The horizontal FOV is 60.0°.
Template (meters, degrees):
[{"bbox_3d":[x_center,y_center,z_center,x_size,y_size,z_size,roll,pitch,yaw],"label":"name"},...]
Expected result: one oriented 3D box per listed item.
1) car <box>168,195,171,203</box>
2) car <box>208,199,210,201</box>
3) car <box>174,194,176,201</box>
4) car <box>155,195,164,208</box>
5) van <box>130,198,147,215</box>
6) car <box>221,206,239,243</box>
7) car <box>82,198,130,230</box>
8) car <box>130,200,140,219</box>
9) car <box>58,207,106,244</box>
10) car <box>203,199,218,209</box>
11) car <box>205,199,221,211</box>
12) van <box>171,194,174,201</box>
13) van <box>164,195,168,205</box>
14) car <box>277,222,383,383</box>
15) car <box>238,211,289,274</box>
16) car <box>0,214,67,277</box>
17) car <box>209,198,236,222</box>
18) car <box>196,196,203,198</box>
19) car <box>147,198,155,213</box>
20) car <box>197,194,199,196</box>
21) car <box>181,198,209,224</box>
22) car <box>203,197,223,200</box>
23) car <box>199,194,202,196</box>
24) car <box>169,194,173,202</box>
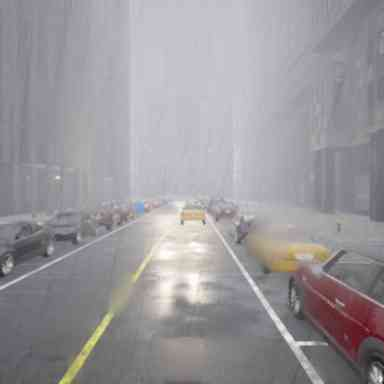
[{"bbox_3d":[-5.815,1.722,66.518,1.752,1.417,4.829,0,0,0],"label":"car"},{"bbox_3d":[2.735,1.662,32.883,1.947,1.339,4.313,0,0,0],"label":"car"},{"bbox_3d":[-5.828,1.694,83.597,1.967,1.590,4.097,0,0,0],"label":"car"},{"bbox_3d":[-5.803,1.586,49.778,1.967,1.590,4.097,0,0,0],"label":"car"},{"bbox_3d":[-5.791,1.438,32.868,1.690,1.788,3.998,0,0,0],"label":"van"},{"bbox_3d":[2.747,1.597,15.974,2.008,1.369,4.403,0,0,0],"label":"car"},{"bbox_3d":[-5.783,1.379,21.594,2.192,1.841,5.009,0,0,0],"label":"car"},{"bbox_3d":[-5.786,1.625,27.231,1.887,1.381,4.507,0,0,0],"label":"car"},{"bbox_3d":[-5.778,1.613,15.957,1.947,1.339,4.313,0,0,0],"label":"car"},{"bbox_3d":[2.722,1.712,49.792,1.947,1.339,4.313,0,0,0],"label":"car"},{"bbox_3d":[2.727,1.674,44.156,1.887,1.381,4.507,0,0,0],"label":"car"},{"bbox_3d":[-5.825,1.576,77.961,1.690,1.788,3.998,0,0,0],"label":"van"},{"bbox_3d":[-5.812,1.521,61.051,1.690,1.788,3.998,0,0,0],"label":"van"},{"bbox_3d":[2.755,1.454,4.702,1.967,1.590,4.097,0,0,0],"label":"car"},{"bbox_3d":[2.751,1.556,10.508,1.752,1.417,4.829,0,0,0],"label":"car"},{"bbox_3d":[-5.773,1.597,10.321,1.947,1.339,4.313,0,0,0],"label":"car"},{"bbox_3d":[2.739,1.520,27.247,1.967,1.590,4.097,0,0,0],"label":"car"},{"bbox_3d":[0.040,1.624,44.816,2.128,1.511,4.902,0,0,0],"label":"car"},{"bbox_3d":[-5.795,1.553,38.505,1.967,1.590,4.097,0,0,0],"label":"car"},{"bbox_3d":[2.693,1.854,89.246,1.802,1.307,4.206,0,0,0],"label":"car"},{"bbox_3d":[0.079,1.530,25.466,1.801,1.575,5.366,0,0,0],"label":"car"},{"bbox_3d":[2.730,1.428,38.521,2.192,1.841,5.009,0,0,0],"label":"car"},{"bbox_3d":[2.713,1.619,61.064,1.967,1.590,4.097,0,0,0],"label":"car"},{"bbox_3d":[-5.820,1.766,72.323,2.008,1.369,4.403,0,0,0],"label":"car"}]
